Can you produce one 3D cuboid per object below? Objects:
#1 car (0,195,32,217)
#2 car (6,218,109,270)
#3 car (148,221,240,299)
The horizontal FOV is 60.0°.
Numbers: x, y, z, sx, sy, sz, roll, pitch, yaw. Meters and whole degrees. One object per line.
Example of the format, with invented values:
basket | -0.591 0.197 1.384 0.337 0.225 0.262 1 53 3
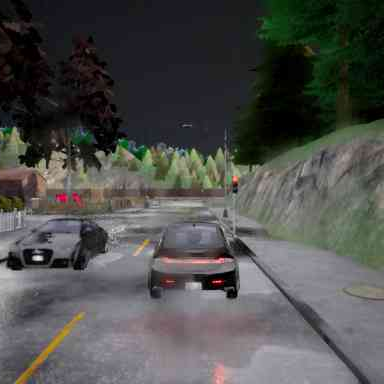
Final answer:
car | -16.134 1.221 27.203 5.566 2.045 2.150 0 0 0
car | -4.082 1.564 10.801 1.994 1.385 4.181 0 0 0
car | 0.054 1.492 8.458 2.128 1.511 4.902 0 0 1
